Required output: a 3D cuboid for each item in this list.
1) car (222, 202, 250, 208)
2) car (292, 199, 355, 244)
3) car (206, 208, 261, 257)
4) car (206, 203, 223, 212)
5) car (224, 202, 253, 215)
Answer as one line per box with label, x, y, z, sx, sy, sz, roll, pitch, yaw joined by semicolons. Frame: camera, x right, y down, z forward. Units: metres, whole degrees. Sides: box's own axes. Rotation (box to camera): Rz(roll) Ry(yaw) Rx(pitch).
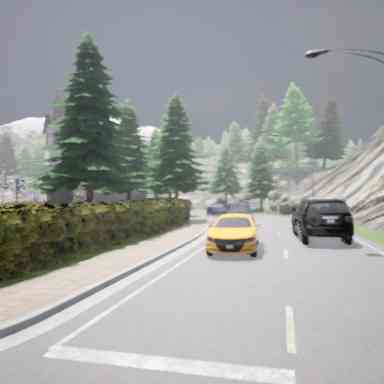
car;3.706;1.822;25.667;2.128;1.511;4.902;-1;-1;3
car;6.333;1.358;16.599;2.150;2.045;5.566;-1;-1;11
car;1.850;1.666;14.039;1.882;1.535;5.008;-1;-1;13
car;2.998;2.091;40.007;1.812;1.442;4.674;-1;-1;-10
car;5.956;2.048;43.329;2.128;1.511;4.902;-1;-1;-12
